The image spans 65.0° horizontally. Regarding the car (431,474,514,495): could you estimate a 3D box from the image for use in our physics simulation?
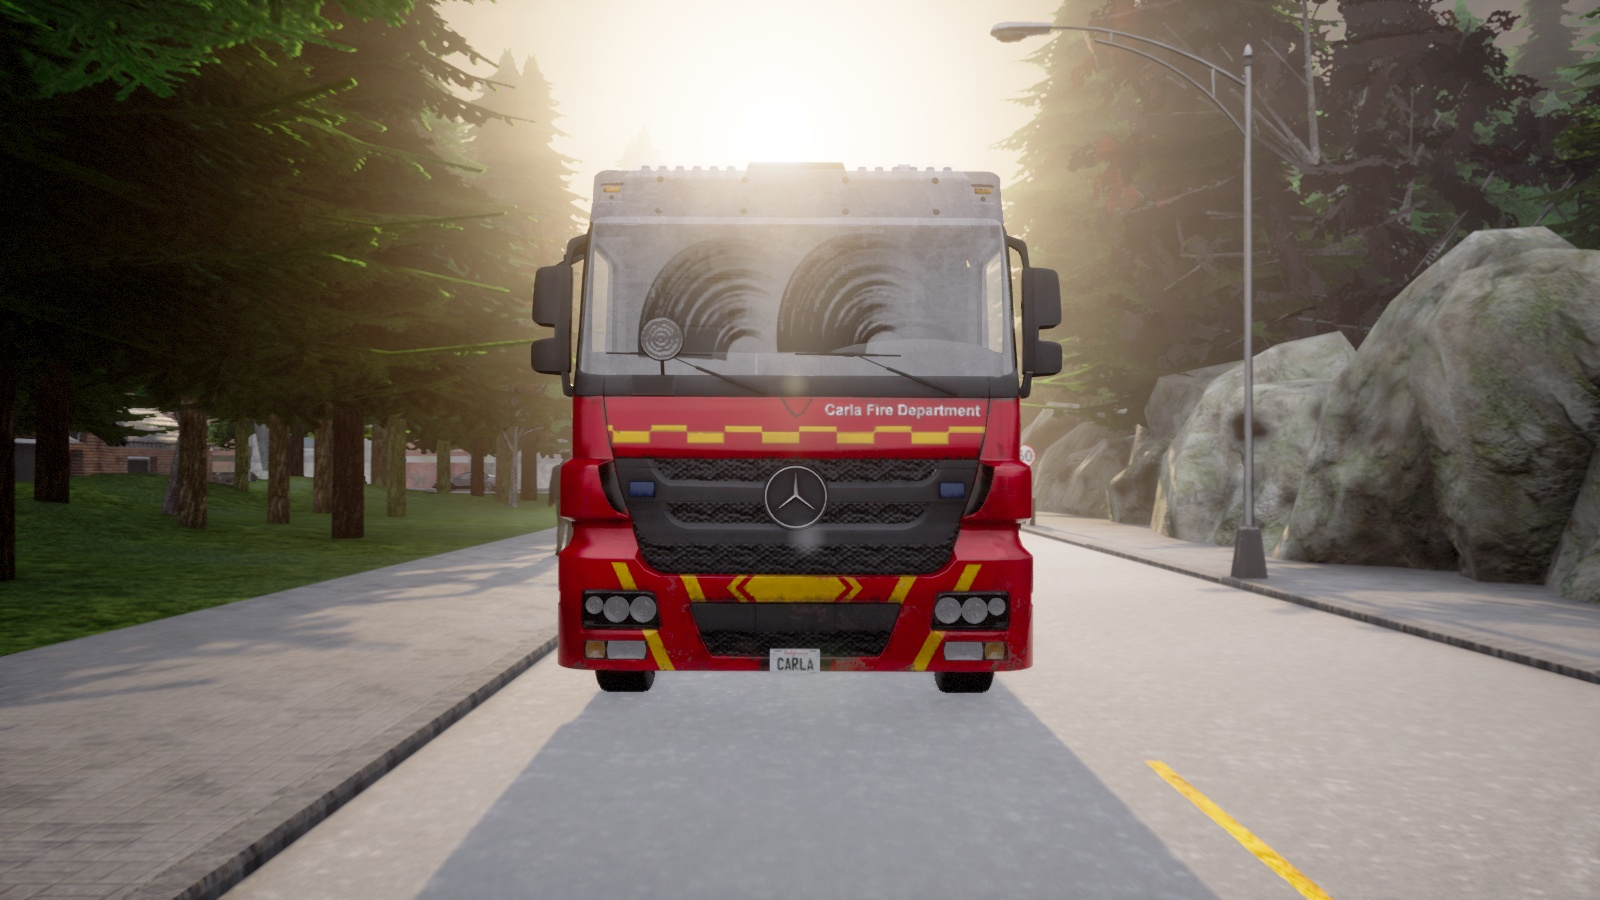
[{"bbox_3d":[-23.271,2.450,89.316,5.357,1.411,2.033,0,-1,0],"label":"car"}]

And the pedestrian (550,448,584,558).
[{"bbox_3d":[-3.999,0.902,21.579,0.402,1.842,0.726,0,-1,4],"label":"pedestrian"}]

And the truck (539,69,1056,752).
[{"bbox_3d":[-0.031,-0.161,11.292,2.891,3.827,8.468,0,-1,0],"label":"truck"}]
